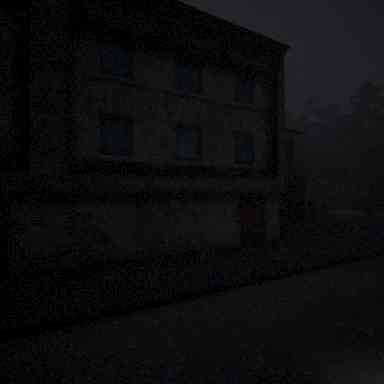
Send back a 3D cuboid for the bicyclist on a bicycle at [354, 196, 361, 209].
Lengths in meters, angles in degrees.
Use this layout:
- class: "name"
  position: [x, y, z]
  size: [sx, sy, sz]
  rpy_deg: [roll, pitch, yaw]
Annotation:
- class: "bicyclist on a bicycle"
  position: [20.634, 1.368, 41.346]
  size: [1.656, 1.620, 0.582]
  rpy_deg: [0, 0, -36]
